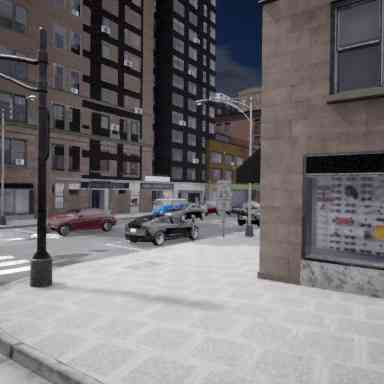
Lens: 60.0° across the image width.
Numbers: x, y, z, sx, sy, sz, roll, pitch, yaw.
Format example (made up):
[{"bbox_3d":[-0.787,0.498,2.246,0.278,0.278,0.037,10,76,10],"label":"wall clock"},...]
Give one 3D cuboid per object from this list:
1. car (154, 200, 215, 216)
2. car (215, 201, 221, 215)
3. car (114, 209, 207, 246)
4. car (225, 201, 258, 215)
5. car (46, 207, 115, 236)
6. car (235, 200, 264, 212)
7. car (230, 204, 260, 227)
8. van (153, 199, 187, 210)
[{"bbox_3d":[-0.497,1.681,27.926,2.128,1.511,4.902,1,0,35],"label":"car"},{"bbox_3d":[1.302,1.645,34.835,1.967,1.590,4.097,0,0,36],"label":"car"},{"bbox_3d":[-1.401,1.764,16.469,1.947,1.339,4.313,0,0,36],"label":"car"},{"bbox_3d":[5.553,1.820,36.327,2.033,1.411,5.357,1,0,36],"label":"car"},{"bbox_3d":[-6.545,1.634,19.506,1.812,1.442,4.674,1,0,37],"label":"car"},{"bbox_3d":[7.618,1.823,43.624,1.752,1.417,4.829,0,0,36],"label":"car"},{"bbox_3d":[5.015,1.850,25.396,1.947,1.339,4.313,0,0,36],"label":"car"},{"bbox_3d":[-1.905,1.502,30.372,1.690,1.788,3.998,0,0,36],"label":"van"}]
